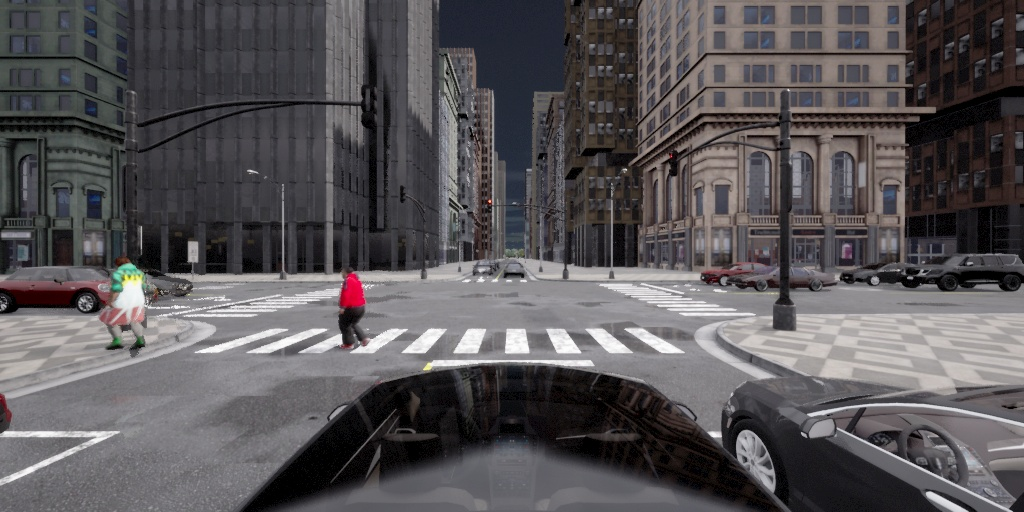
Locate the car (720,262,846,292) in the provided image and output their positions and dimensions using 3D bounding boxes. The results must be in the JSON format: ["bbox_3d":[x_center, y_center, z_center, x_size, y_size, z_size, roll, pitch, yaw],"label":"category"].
[{"bbox_3d":[15.254,1.244,20.390,5.357,1.411,2.033,0,0,0],"label":"car"}]

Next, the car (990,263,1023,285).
[{"bbox_3d":[35.547,1.176,23.603,5.357,1.411,2.033,0,0,0],"label":"car"}]

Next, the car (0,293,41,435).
[{"bbox_3d":[-5.763,1.190,1.569,1.967,1.591,4.097,0,0,0],"label":"car"}]

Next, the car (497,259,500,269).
[{"bbox_3d":[-2.919,1.245,46.864,2.128,1.511,4.902,0,0,0],"label":"car"}]

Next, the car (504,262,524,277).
[{"bbox_3d":[0.211,1.315,35.275,1.994,1.385,4.181,0,0,1],"label":"car"}]

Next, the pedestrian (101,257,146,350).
[{"bbox_3d":[-7.636,0.891,7.049,0.375,1.860,0.375,0,0,0],"label":"pedestrian"}]

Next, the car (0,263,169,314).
[{"bbox_3d":[-16.502,1.164,13.722,4.553,1.767,2.097,0,0,0],"label":"car"}]

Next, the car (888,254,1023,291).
[{"bbox_3d":[25.442,0.891,20.363,5.566,2.045,2.150,0,0,1],"label":"car"}]

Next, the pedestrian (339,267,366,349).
[{"bbox_3d":[-3.430,1.049,7.651,0.375,1.860,0.375,0,0,0],"label":"pedestrian"}]

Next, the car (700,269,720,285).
[{"bbox_3d":[15.102,1.161,23.638,5.008,1.535,1.882,0,0,0],"label":"car"}]

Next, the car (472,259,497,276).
[{"bbox_3d":[-2.942,1.243,36.906,2.128,1.511,4.902,0,0,0],"label":"car"}]

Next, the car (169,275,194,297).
[{"bbox_3d":[-17.933,1.307,16.973,4.892,1.490,1.837,0,0,0],"label":"car"}]

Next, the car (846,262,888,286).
[{"bbox_3d":[24.481,1.164,23.625,4.892,1.490,1.837,0,0,0],"label":"car"}]

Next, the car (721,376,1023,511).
[{"bbox_3d":[2.762,1.300,1.564,2.007,1.370,4.403,0,0,0],"label":"car"}]
